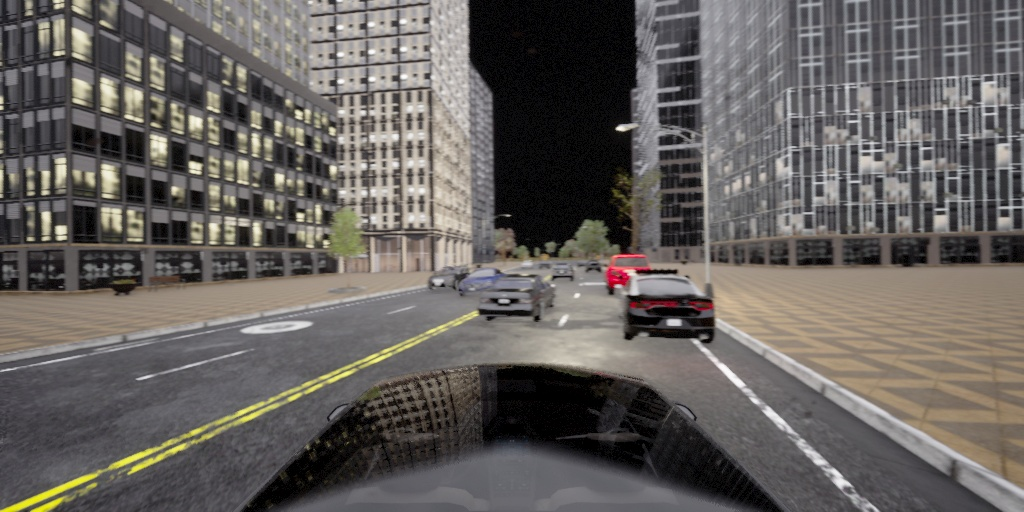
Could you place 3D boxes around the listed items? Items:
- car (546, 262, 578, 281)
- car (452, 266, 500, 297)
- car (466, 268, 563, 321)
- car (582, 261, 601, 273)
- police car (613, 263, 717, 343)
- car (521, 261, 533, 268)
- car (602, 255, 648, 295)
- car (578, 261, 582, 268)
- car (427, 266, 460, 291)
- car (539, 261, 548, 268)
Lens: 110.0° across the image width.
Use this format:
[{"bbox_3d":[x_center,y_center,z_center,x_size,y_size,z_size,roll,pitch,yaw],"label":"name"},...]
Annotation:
[{"bbox_3d":[4.460,1.370,31.184,2.033,1.411,5.357,-1,0,11],"label":"car"},{"bbox_3d":[-1.454,1.387,19.990,1.812,1.442,4.674,-1,0,13],"label":"car"},{"bbox_3d":[0.379,1.344,12.724,2.033,1.411,5.357,-1,0,14],"label":"car"},{"bbox_3d":[10.148,1.311,45.086,1.837,1.490,4.892,-1,0,9],"label":"car"},{"bbox_3d":[3.921,1.152,9.793,1.930,1.638,5.238,-1,0,14],"label":"police car"},{"bbox_3d":[2.714,1.557,64.413,1.812,1.442,4.674,-1,0,7],"label":"car"},{"bbox_3d":[6.264,0.962,19.597,2.150,2.045,5.566,-1,0,13],"label":"car"},{"bbox_3d":[12.637,1.473,64.237,1.895,1.301,4.718,-1,0,6],"label":"car"},{"bbox_3d":[-3.921,1.411,23.843,2.128,1.511,4.902,-1,0,12],"label":"car"},{"bbox_3d":[5.433,1.508,59.669,2.033,1.411,5.357,-1,0,7],"label":"car"}]
